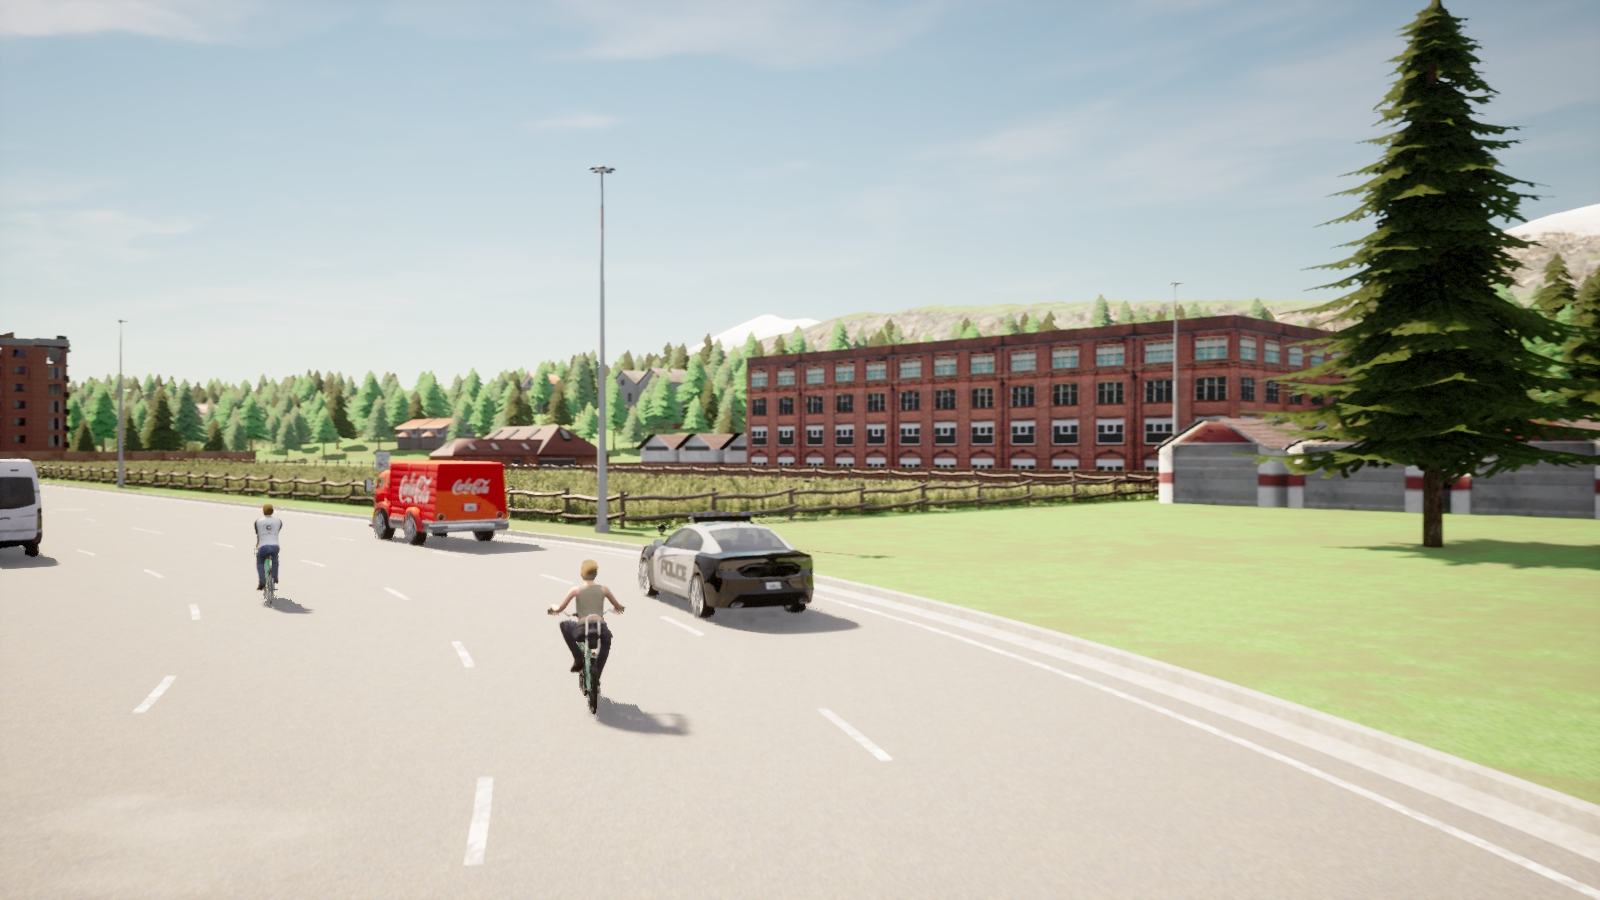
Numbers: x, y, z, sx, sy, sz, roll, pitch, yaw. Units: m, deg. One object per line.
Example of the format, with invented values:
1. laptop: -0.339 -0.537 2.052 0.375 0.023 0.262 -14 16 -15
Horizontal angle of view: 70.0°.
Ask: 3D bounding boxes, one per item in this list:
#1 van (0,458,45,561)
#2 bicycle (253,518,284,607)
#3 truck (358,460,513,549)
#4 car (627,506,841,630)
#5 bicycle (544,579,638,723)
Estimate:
1. van: -22.223 1.523 31.102 1.988 2.561 5.915 0 0 -41
2. bicycle: -9.816 2.047 21.083 0.373 1.496 1.643 -1 0 -30
3. truck: -11.253 1.553 35.043 2.627 2.467 5.204 0 0 -42
4. car: -1.373 1.972 20.514 2.097 1.638 5.238 0 0 -24
5. bicycle: -2.315 2.151 12.508 0.859 1.276 1.487 0 0 -16
